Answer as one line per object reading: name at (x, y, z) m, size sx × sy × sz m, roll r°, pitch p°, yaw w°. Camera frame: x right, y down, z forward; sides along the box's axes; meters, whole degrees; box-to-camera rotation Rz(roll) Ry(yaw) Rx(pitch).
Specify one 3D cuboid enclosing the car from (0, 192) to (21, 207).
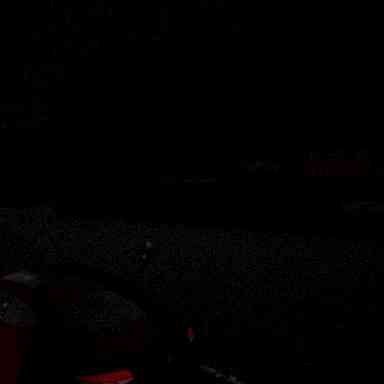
car at (-22.214, 0.868, 38.059) m, size 2.097 × 1.767 × 4.553 m, roll 1°, pitch 2°, yaw 36°

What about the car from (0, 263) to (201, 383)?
car at (-1.845, 1.582, 4.121) m, size 4.206 × 1.307 × 1.802 m, roll 0°, pitch 1°, yaw 36°
